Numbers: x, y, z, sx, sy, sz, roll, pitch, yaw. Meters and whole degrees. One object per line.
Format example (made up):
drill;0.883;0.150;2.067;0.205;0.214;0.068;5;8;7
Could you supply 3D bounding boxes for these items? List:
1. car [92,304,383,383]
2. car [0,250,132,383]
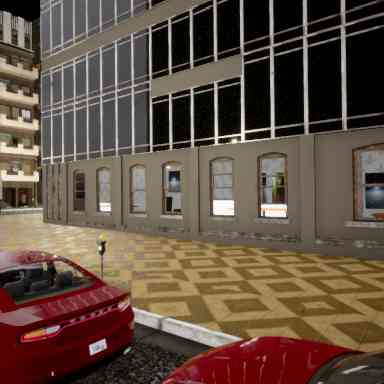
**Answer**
car;1.738;1.545;1.645;4.507;1.381;1.887;0;-1;36
car;-2.832;1.546;4.912;4.507;1.381;1.887;0;-1;36
